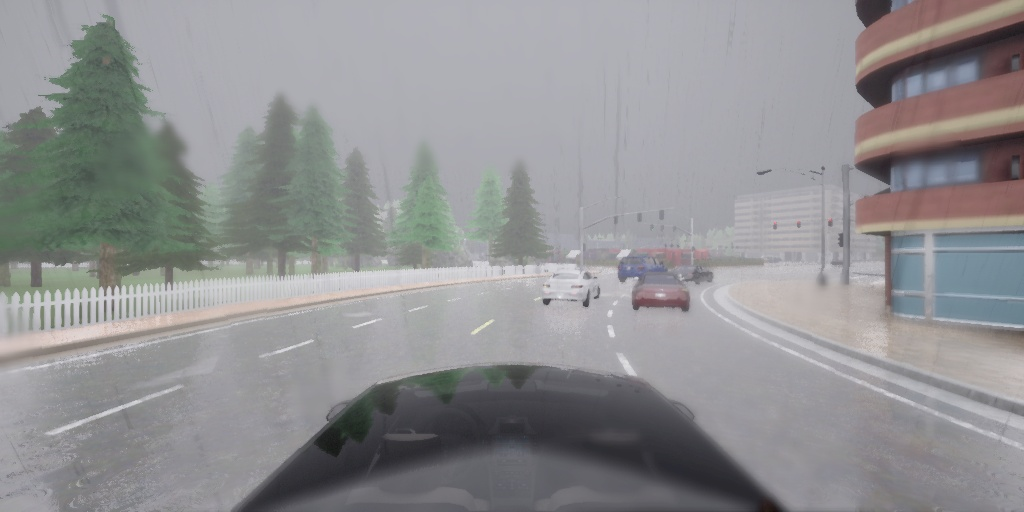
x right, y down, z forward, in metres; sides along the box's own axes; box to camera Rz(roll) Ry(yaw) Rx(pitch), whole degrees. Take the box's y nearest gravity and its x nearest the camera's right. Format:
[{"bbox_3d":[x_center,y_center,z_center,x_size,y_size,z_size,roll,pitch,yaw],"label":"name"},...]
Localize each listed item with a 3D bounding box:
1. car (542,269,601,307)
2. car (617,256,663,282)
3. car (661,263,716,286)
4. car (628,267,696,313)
[{"bbox_3d":[2.625,1.282,15.528,1.812,1.442,4.674,0,0,21],"label":"car"},{"bbox_3d":[10.163,1.007,27.680,2.150,2.045,5.566,0,0,42],"label":"car"},{"bbox_3d":[12.728,1.312,25.298,2.033,1.411,5.357,0,0,42],"label":"car"},{"bbox_3d":[5.888,1.321,14.262,1.994,1.385,4.181,0,0,21],"label":"car"}]
